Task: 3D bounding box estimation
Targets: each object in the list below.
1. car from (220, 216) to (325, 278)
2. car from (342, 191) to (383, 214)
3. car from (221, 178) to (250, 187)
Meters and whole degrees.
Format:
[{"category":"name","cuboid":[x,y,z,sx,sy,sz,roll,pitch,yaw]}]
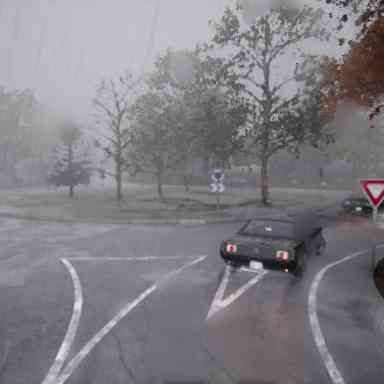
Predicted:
[{"category":"car","cuboid":[2.560,1.356,9.573,1.895,1.301,4.718,3,2,29]},{"category":"car","cuboid":[11.417,0.584,21.650,1.895,1.301,4.718,3,6,40]},{"category":"car","cuboid":[6.629,-1.511,51.893,4.674,1.442,1.812,2,4,28]}]
